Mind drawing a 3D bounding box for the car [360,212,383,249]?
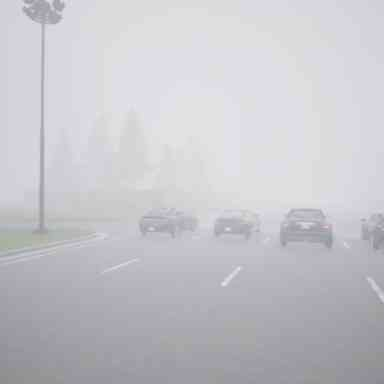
[{"bbox_3d":[8.804,1.624,14.788,1.837,1.490,4.892,0,0,20],"label":"car"}]

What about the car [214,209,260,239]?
[{"bbox_3d":[2.507,1.621,17.965,1.812,1.442,4.674,0,0,20],"label":"car"}]

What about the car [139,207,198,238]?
[{"bbox_3d":[-1.118,1.566,18.227,2.128,1.511,4.902,0,0,20],"label":"car"}]

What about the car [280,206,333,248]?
[{"bbox_3d":[5.387,1.454,15.631,2.097,1.767,4.553,0,0,20],"label":"car"}]
